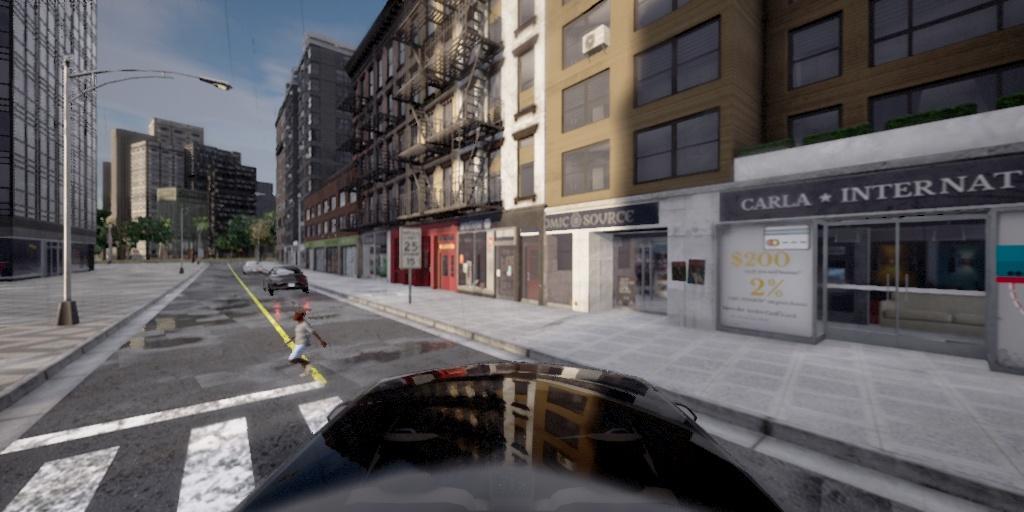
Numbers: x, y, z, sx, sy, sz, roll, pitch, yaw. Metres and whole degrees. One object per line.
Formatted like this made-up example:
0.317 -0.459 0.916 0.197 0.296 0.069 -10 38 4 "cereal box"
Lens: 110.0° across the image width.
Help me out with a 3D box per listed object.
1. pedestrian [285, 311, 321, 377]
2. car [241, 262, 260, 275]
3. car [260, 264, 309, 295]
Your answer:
-3.464 1.065 5.941 0.375 1.860 0.375 -1 1 -39 "pedestrian"
-29.695 1.351 41.121 1.812 1.442 4.674 0 0 -39 "car"
-12.875 1.336 20.366 1.812 1.442 4.674 0 0 -39 "car"
